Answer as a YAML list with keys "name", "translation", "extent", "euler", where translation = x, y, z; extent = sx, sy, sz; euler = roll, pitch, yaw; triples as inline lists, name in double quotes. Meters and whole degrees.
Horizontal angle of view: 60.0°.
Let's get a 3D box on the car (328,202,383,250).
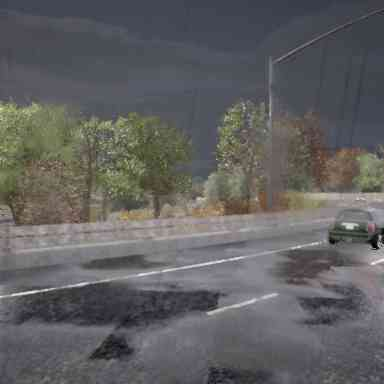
- name: "car"
  translation: [8.263, 1.540, 15.661]
  extent: [4.553, 1.767, 2.097]
  euler: [1, -1, -44]
